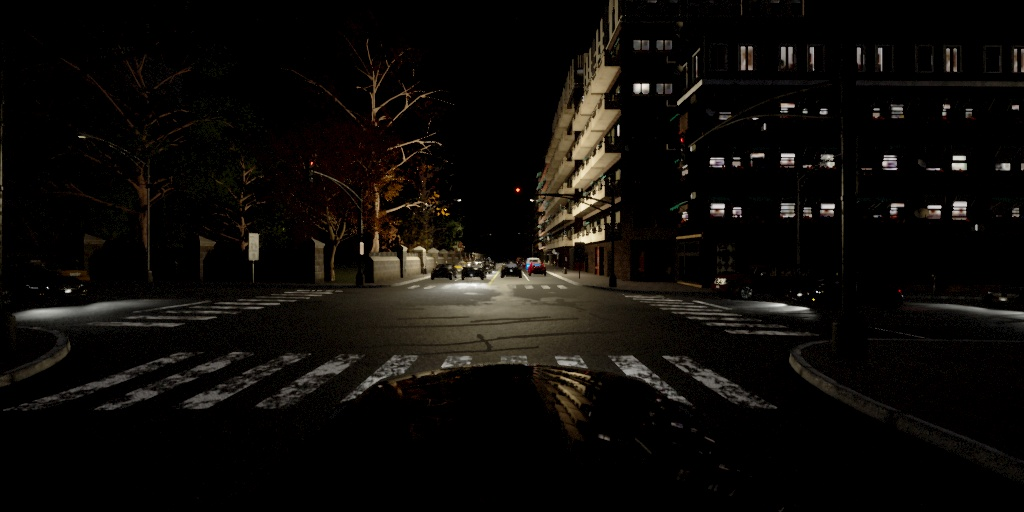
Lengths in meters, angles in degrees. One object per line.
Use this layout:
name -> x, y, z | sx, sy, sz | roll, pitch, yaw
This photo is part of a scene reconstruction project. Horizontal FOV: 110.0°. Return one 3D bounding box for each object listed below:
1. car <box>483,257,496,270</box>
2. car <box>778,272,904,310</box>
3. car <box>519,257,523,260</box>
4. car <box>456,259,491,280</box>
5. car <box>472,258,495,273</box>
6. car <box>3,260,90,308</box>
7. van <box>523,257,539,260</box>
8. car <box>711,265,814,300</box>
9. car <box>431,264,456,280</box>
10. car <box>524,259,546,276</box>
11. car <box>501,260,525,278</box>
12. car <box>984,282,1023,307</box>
car -> -3.330, 1.279, 51.749 | 2.128, 1.511, 4.902 | 0, 0, 0
car -> 15.112, 1.623, 16.398 | 4.181, 1.385, 1.994 | 1, 0, -1
car -> 2.439, 1.230, 53.770 | 1.967, 1.591, 4.097 | 0, 0, 0
car -> -3.234, 1.256, 31.038 | 2.128, 1.511, 4.902 | 0, 0, 0
car -> -3.286, 1.279, 41.337 | 1.837, 1.490, 4.892 | 0, 0, 0
car -> -18.209, 0.954, 12.718 | 4.892, 1.490, 1.837 | 1, 0, -1
van -> 2.495, 1.116, 42.510 | 1.690, 1.789, 3.998 | 0, 0, 0
car -> 13.369, 1.353, 18.961 | 5.009, 1.841, 2.192 | 0, 0, -1
car -> -5.831, 1.330, 31.209 | 1.948, 1.339, 4.313 | 0, 0, 0
car -> 2.522, 1.314, 36.880 | 1.888, 1.381, 4.507 | 0, 0, 0
car -> -0.074, 1.331, 35.012 | 1.994, 1.385, 4.181 | 0, 0, 0
car -> 24.948, 1.764, 16.545 | 4.674, 1.442, 1.812 | 1, 0, -1
